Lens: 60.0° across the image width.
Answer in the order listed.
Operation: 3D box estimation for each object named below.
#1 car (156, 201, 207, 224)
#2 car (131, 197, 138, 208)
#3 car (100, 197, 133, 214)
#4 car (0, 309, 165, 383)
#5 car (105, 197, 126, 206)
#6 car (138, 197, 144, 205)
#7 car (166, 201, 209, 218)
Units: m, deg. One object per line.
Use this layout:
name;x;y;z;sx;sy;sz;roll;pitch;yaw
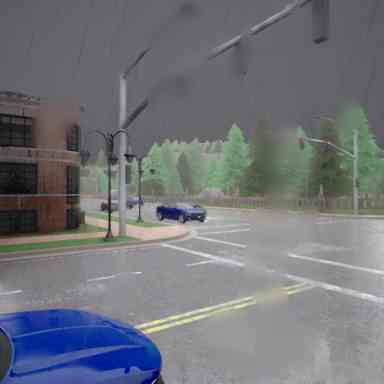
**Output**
car;-0.919;1.477;25.274;1.882;1.535;5.008;0;0;-35
car;-9.551;1.546;43.865;2.033;1.411;5.357;0;0;-35
car;-8.570;1.525;36.260;1.812;1.442;4.674;0;0;-35
car;-2.501;1.478;1.957;5.008;1.535;1.882;0;0;-36
car;-12.626;1.562;54.562;1.994;1.385;4.181;0;0;-35
car;-9.828;1.524;56.668;1.812;1.442;4.674;0;0;-35
car;-0.491;1.563;30.776;1.994;1.385;4.181;0;0;-35
